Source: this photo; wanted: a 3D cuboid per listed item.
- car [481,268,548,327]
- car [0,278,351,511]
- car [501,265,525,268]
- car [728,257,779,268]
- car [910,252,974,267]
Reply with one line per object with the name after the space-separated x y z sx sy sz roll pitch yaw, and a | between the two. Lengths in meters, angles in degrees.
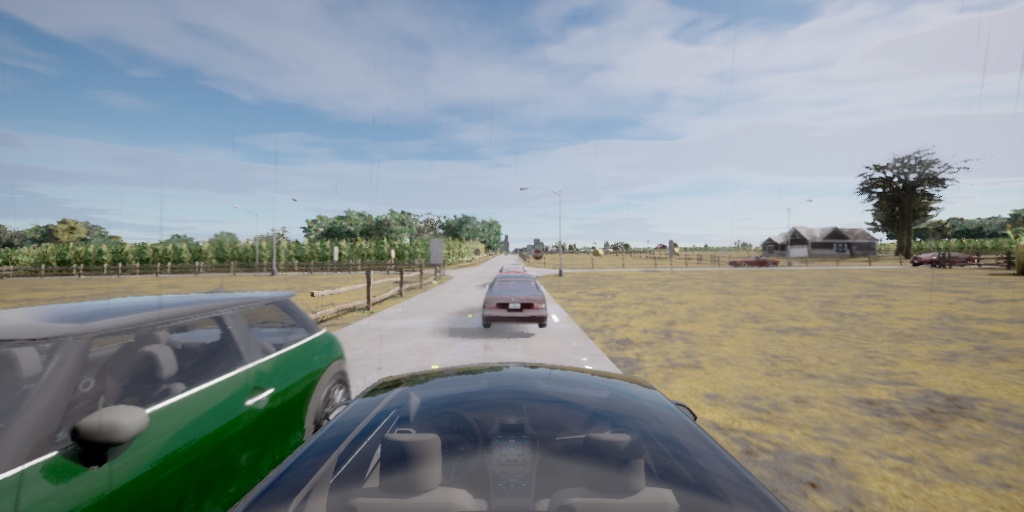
0.081 1.271 11.390 2.033 1.411 5.357 0 0 0 | car
-2.849 1.102 2.107 2.097 1.767 4.553 0 0 0 | car
0.057 1.227 22.915 1.895 1.301 4.718 0 1 0 | car
26.920 0.706 40.115 4.718 1.301 1.895 -1 -1 0 | car
44.246 0.405 37.253 4.674 1.442 1.812 -1 -1 0 | car
